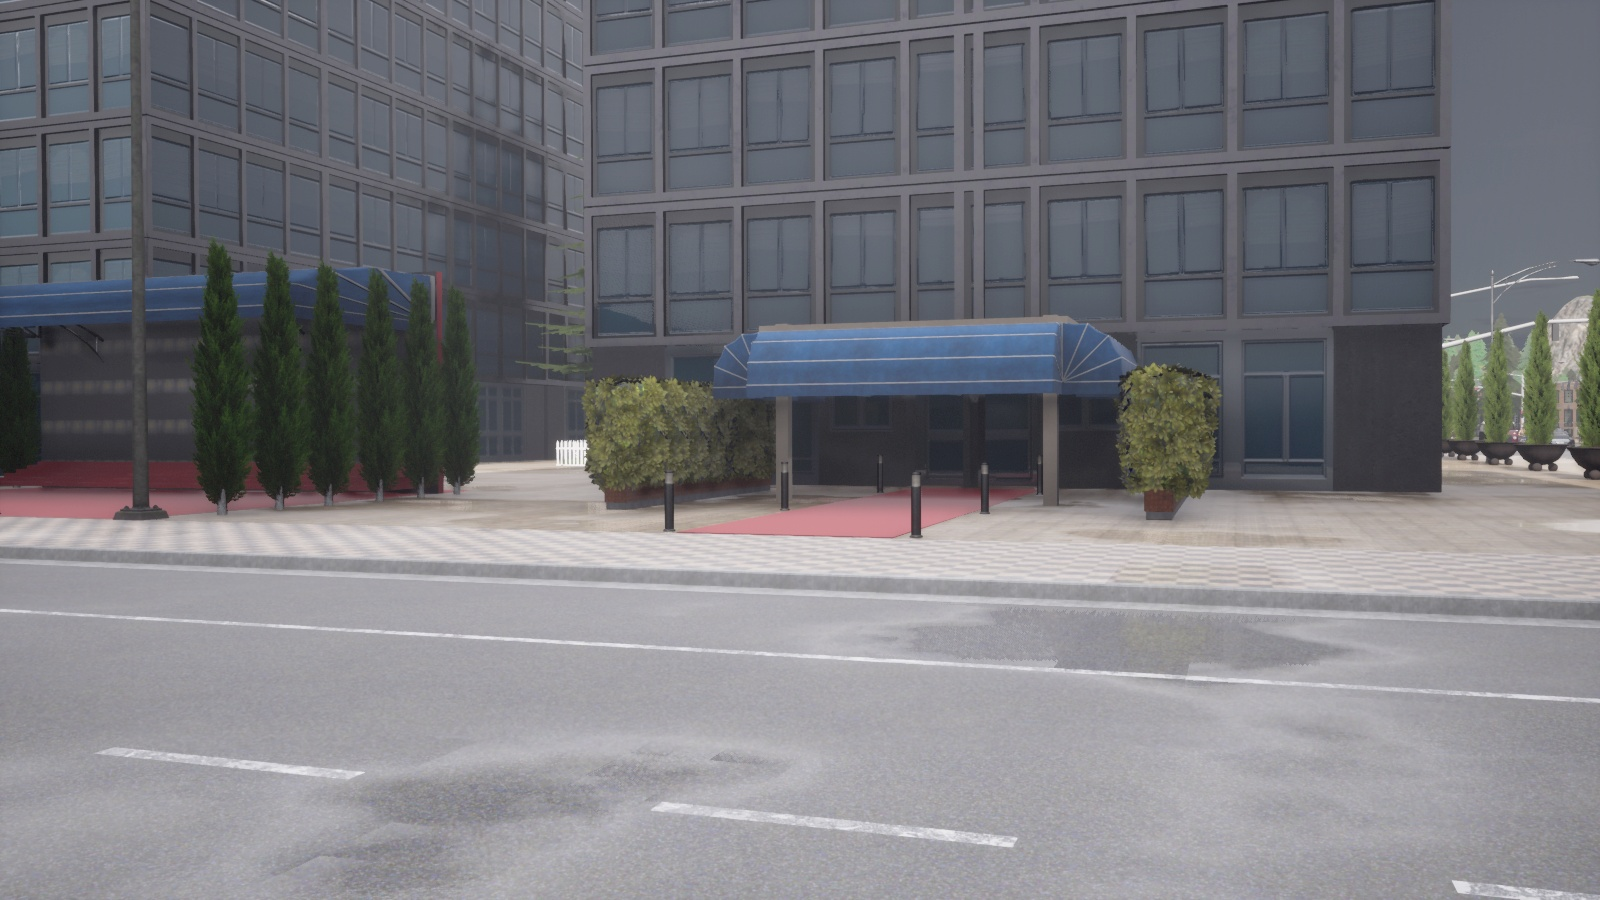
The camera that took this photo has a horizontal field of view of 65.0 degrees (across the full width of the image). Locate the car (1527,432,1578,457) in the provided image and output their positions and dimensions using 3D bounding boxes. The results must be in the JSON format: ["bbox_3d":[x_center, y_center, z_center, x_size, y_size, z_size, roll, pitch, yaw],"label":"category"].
[{"bbox_3d":[50.862,-0.413,84.987,2.033,1.649,4.856,1,1,19],"label":"car"}]

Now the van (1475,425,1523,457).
[{"bbox_3d":[47.010,-0.628,84.558,2.069,2.038,4.480,1,1,19],"label":"van"}]
